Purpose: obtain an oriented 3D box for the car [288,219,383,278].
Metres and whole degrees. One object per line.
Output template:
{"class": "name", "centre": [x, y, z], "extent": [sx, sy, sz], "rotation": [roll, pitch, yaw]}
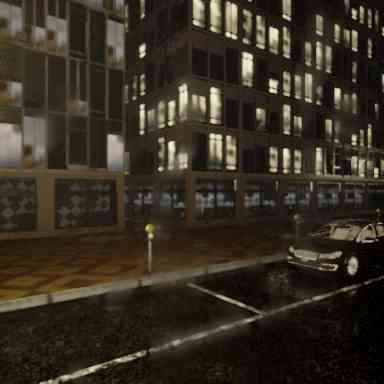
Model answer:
{"class": "car", "centre": [4.706, 1.510, 9.897], "extent": [4.403, 1.369, 2.008], "rotation": [0, 0, -35]}
